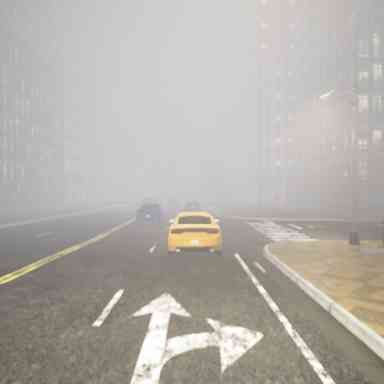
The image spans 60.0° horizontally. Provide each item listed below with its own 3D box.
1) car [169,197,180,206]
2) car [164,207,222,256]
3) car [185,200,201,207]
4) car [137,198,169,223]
[{"bbox_3d":[-3.156,1.689,58.662,1.882,1.535,5.008,0,0,0],"label":"car"},{"bbox_3d":[0.096,1.559,13.478,1.882,1.535,5.008,0,-1,0],"label":"car"},{"bbox_3d":[0.096,1.710,40.448,1.994,1.385,4.181,0,0,0],"label":"car"},{"bbox_3d":[-3.151,1.548,26.360,1.882,1.535,5.008,0,0,0],"label":"car"}]
